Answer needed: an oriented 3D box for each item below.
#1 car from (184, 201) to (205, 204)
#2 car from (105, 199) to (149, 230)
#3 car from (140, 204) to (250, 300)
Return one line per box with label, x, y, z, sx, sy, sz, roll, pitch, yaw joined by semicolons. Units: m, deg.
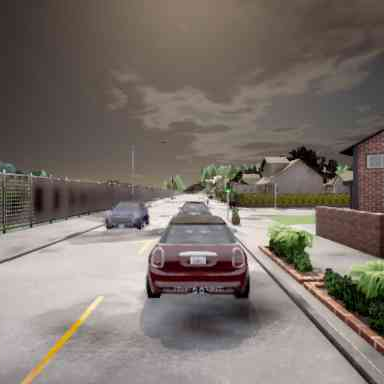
car;0.163;1.358;21.348;2.097;1.767;4.553;0;0;0
car;-3.971;1.357;21.081;2.097;1.767;4.553;0;0;1
car;0.121;1.354;8.577;2.097;1.767;4.553;0;0;0
